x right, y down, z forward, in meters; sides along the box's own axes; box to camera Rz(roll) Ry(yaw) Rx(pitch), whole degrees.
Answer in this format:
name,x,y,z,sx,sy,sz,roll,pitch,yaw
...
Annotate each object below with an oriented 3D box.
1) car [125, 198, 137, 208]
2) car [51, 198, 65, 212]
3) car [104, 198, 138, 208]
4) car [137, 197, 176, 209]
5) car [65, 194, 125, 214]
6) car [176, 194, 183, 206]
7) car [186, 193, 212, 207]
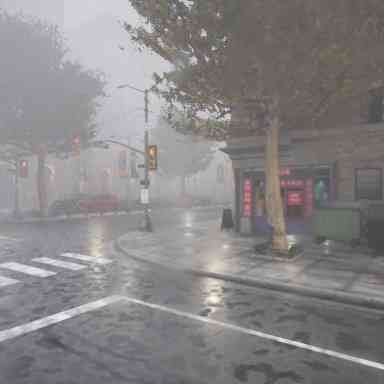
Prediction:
name,x,y,z,sx,sy,sz,roll,pitch,yaw
car,-7.165,1.489,46.690,2.128,1.511,4.902,0,0,36
car,-13.261,1.219,38.247,2.150,2.045,5.566,0,0,36
car,-10.186,1.592,47.892,1.895,1.301,4.718,0,0,36
car,-4.677,1.523,44.158,1.812,1.442,4.674,0,0,36
car,-10.422,1.219,36.201,2.150,2.045,5.566,0,0,36
car,-0.919,1.219,55.329,2.150,2.045,5.566,0,0,36
car,1.266,1.350,52.373,2.097,1.767,4.553,0,0,36
